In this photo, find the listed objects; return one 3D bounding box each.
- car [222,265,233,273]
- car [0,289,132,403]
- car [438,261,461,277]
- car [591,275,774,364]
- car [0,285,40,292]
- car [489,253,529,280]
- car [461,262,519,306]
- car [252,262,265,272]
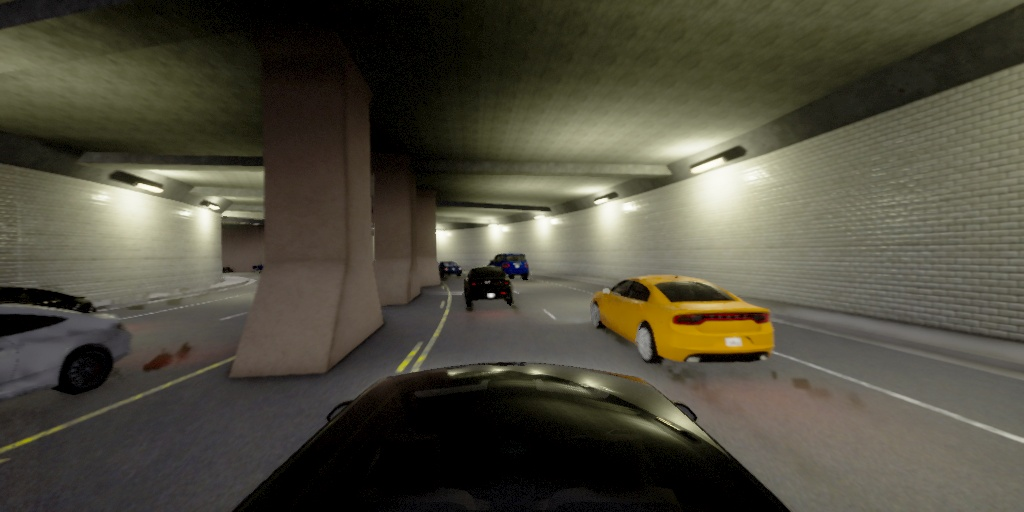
[{"bbox_3d":[-37.852,1.468,44.894,5.357,1.411,2.033,-1,0,12],"label":"car"},{"bbox_3d":[-7.225,1.347,4.082,1.812,1.442,4.674,-1,0,-2],"label":"car"},{"bbox_3d":[-6.156,1.165,33.170,2.033,1.411,5.357,-1,0,-26],"label":"car"},{"bbox_3d":[3.227,1.148,7.955,1.882,1.535,5.008,-1,0,-4],"label":"car"},{"bbox_3d":[-10.865,1.353,6.585,1.837,1.490,4.892,0,0,-4],"label":"car"},{"bbox_3d":[-0.397,0.805,27.904,2.150,2.045,5.566,-1,0,-17],"label":"car"},{"bbox_3d":[-1.113,1.178,15.464,1.837,1.490,4.892,-1,0,-8],"label":"car"},{"bbox_3d":[-31.400,1.432,46.746,4.718,1.301,1.895,-1,0,20],"label":"car"}]
